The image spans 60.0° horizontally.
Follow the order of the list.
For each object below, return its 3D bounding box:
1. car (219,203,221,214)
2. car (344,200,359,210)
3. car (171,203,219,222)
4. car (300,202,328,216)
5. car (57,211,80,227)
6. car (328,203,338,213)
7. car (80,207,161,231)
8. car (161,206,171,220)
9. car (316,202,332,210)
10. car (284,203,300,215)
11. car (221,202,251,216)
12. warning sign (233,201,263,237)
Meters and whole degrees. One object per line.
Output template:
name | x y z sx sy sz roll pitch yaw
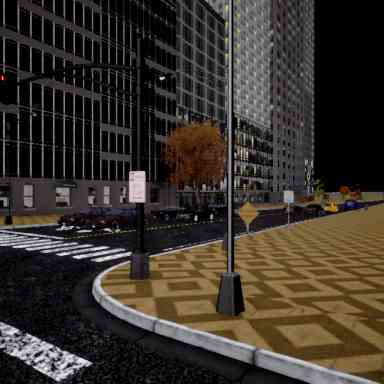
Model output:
car | 3.068 2.167 41.924 2.128 1.511 4.902 0 -1 33
car | 31.486 2.536 65.760 2.150 2.045 5.566 0 -1 33
car | 0.404 2.006 31.810 1.837 1.490 4.892 0 -1 33
car | 16.294 2.353 44.203 1.837 1.490 4.892 0 -1 33
car | -7.526 1.873 25.506 2.033 1.411 5.357 0 -1 33
car | 21.890 2.510 52.969 1.882 1.535 5.008 0 -1 33
car | -4.874 1.874 23.623 2.033 1.411 5.357 0 -1 33
car | -2.330 2.098 33.567 1.895 1.301 4.718 0 -1 33
car | 25.762 2.728 64.794 2.128 1.511 4.902 0 -1 33
car | 14.577 2.367 47.437 2.128 1.511 4.902 0 -1 33
car | 5.872 2.033 40.275 2.097 1.767 4.553 0 -1 33
warning sign | 3.122 1.454 18.553 1.300 1.860 1.060 1 1 33
